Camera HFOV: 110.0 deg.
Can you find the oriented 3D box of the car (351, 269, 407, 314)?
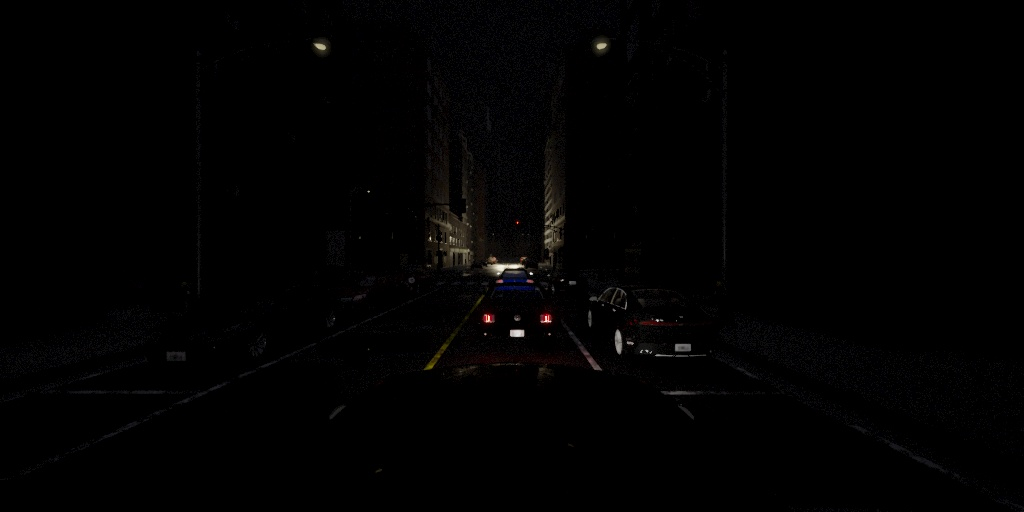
[{"bbox_3d":[-5.633,1.332,13.719,1.802,1.307,4.207,0,0,0],"label":"car"}]

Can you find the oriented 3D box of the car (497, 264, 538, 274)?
[{"bbox_3d":[0.148,1.315,18.576,1.994,1.385,4.181,0,0,1],"label":"car"}]

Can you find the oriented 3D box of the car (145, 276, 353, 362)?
[{"bbox_3d":[-5.649,1.316,8.218,1.948,1.339,4.313,0,0,0],"label":"car"}]

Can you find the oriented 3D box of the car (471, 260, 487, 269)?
[{"bbox_3d":[-5.468,1.368,56.322,1.802,1.307,4.207,0,0,0],"label":"car"}]

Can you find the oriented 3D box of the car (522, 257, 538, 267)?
[{"bbox_3d":[3.057,1.225,56.283,1.967,1.591,4.097,0,0,0],"label":"car"}]

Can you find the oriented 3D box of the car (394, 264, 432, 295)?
[{"bbox_3d":[-5.616,1.190,19.220,1.967,1.591,4.097,0,0,0],"label":"car"}]

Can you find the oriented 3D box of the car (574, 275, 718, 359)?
[{"bbox_3d":[2.876,1.300,8.192,2.007,1.370,4.403,0,0,0],"label":"car"}]

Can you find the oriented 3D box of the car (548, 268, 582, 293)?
[{"bbox_3d":[2.909,1.316,19.194,1.948,1.339,4.313,0,0,0],"label":"car"}]

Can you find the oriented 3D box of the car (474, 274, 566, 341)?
[{"bbox_3d":[0.120,1.351,9.816,1.895,1.301,4.718,0,0,0],"label":"car"}]
